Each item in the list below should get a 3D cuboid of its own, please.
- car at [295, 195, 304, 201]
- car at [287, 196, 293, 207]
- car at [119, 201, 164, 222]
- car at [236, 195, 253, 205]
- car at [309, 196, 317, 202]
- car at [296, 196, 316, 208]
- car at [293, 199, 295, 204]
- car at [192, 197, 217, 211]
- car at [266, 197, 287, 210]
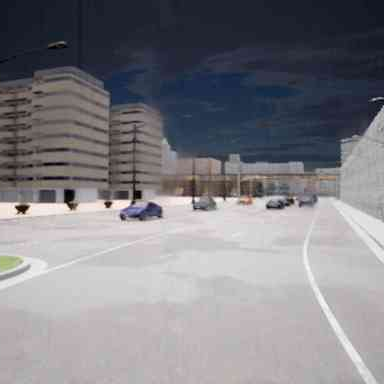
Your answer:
[{"bbox_3d":[29.104,1.696,89.933,2.128,1.511,4.902,1,0,22],"label":"car"},{"bbox_3d":[14.620,1.635,53.278,1.994,1.385,4.181,1,0,22],"label":"car"},{"bbox_3d":[-3.804,1.436,25.965,1.812,1.442,4.674,1,0,22],"label":"car"},{"bbox_3d":[9.346,1.351,58.977,2.097,1.767,4.553,1,0,22],"label":"car"},{"bbox_3d":[32.381,1.711,88.704,1.837,1.490,4.892,1,0,22],"label":"car"},{"bbox_3d":[17.594,1.461,51.277,2.097,1.767,4.553,1,0,22],"label":"car"},{"bbox_3d":[18.037,1.602,61.925,1.837,1.490,4.892,1,0,22],"label":"car"},{"bbox_3d":[1.555,1.446,39.505,1.837,1.490,4.892,1,2,22],"label":"car"},{"bbox_3d":[11.052,1.611,44.241,1.994,1.385,4.181,1,0,22],"label":"car"}]
